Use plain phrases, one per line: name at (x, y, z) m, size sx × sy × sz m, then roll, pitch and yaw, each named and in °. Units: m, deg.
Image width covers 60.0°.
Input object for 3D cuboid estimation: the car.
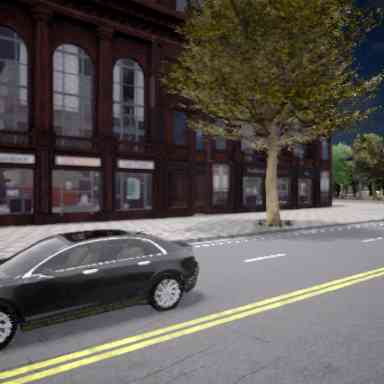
car at (-2.115, 1.503, 6.168) m, size 4.892 × 1.490 × 1.837 m, roll 0°, pitch 0°, yaw -36°
